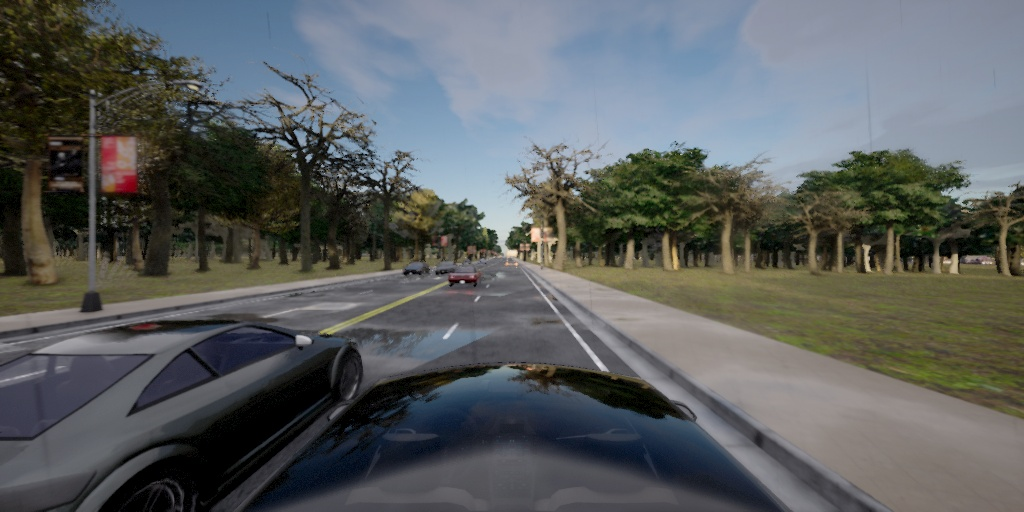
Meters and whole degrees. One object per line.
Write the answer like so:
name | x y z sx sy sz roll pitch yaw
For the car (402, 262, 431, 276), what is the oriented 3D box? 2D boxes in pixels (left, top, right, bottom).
car | -9.852 1.344 37.498 2.033 1.411 5.357 0 0 0

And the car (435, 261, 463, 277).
car | -6.602 1.302 36.789 1.837 1.490 4.892 0 -1 0

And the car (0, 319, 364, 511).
car | -3.151 1.315 3.567 1.994 1.385 4.181 0 0 0

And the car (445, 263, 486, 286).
car | -3.158 1.379 25.032 1.895 1.301 4.718 0 0 0
